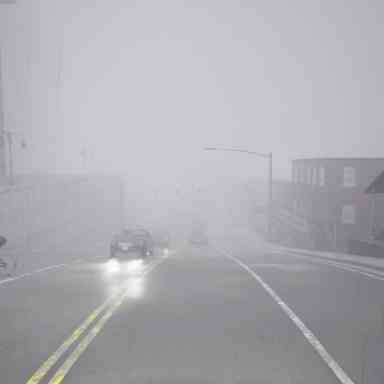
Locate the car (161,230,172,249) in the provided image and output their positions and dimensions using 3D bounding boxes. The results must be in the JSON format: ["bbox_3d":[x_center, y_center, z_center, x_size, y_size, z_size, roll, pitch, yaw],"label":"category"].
[{"bbox_3d":[-3.075,4.343,31.106,2.097,1.767,4.553,0,-6,1],"label":"car"}]

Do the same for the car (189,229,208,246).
[{"bbox_3d":[0.699,4.990,35.500,1.994,1.385,4.181,0,-5,1],"label":"car"}]

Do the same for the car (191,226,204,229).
[{"bbox_3d":[0.864,5.363,45.429,2.033,1.411,5.357,0,0,1],"label":"car"}]

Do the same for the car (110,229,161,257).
[{"bbox_3d":[-3.290,2.884,19.018,2.128,1.511,4.902,0,-8,1],"label":"car"}]

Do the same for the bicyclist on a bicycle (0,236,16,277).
[{"bbox_3d":[-6.001,1.715,9.827,1.656,1.620,0.582,-2,-4,3],"label":"bicyclist on a bicycle"}]
